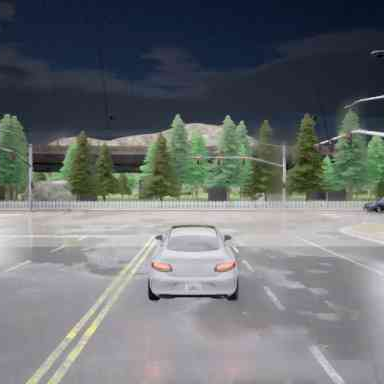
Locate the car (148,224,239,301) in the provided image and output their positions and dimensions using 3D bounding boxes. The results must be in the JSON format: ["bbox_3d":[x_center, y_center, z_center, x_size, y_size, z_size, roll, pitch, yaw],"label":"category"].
[{"bbox_3d":[0.033,1.526,8.216,1.812,1.442,4.674,0,0,0],"label":"car"}]

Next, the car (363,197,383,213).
[{"bbox_3d":[20.734,1.296,35.348,4.553,1.767,2.097,0,0,0],"label":"car"}]
